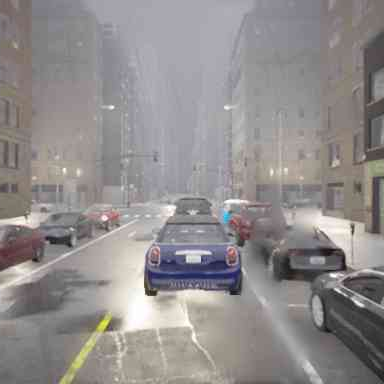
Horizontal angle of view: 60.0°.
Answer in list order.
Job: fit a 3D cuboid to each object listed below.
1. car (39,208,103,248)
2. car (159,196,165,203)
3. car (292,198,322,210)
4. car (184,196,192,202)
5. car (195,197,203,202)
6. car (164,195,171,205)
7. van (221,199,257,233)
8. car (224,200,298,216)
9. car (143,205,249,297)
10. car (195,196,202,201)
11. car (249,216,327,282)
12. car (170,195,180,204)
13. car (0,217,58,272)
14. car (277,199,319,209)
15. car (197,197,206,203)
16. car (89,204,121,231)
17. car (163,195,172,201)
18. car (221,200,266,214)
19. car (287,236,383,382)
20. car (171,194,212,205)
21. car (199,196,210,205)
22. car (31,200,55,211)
[{"bbox_3d":[-5.703,1.609,15.101,1.947,1.339,4.313,0,0,0],"label":"car"},{"bbox_3d":[-6.390,1.693,75.649,1.967,1.590,4.097,0,0,-1],"label":"car"},{"bbox_3d":[14.929,1.605,44.241,4.902,1.511,2.128,0,0,0],"label":"car"},{"bbox_3d":[-1.067,1.869,89.778,1.994,1.385,4.181,0,0,-1],"label":"car"},{"bbox_3d":[1.855,1.885,87.151,1.802,1.307,4.206,0,0,-1],"label":"car"},{"bbox_3d":[-3.412,1.685,60.486,2.128,1.511,4.902,0,0,-1],"label":"car"},{"bbox_3d":[2.809,1.400,20.654,1.690,1.788,3.998,0,0,0],"label":"van"},{"bbox_3d":[2.823,1.358,15.131,2.192,1.841,5.009,0,0,0],"label":"car"},{"bbox_3d":[0.010,1.377,8.830,2.097,1.767,4.553,0,0,-1],"label":"car"},{"bbox_3d":[1.715,1.881,92.804,1.887,1.381,4.507,0,0,-1],"label":"car"},{"bbox_3d":[2.837,1.593,9.606,1.947,1.339,4.313,0,0,0],"label":"car"},{"bbox_3d":[-3.587,1.586,70.120,2.097,1.767,4.553,0,0,-1],"label":"car"},{"bbox_3d":[-5.689,1.610,9.576,1.802,1.307,4.206,0,0,0],"label":"car"},{"bbox_3d":[15.064,1.674,47.493,5.357,1.411,2.033,0,0,0],"label":"car"},{"bbox_3d":[2.133,1.835,75.849,1.802,1.307,4.206,0,0,-1],"label":"car"},{"bbox_3d":[-5.718,1.499,20.626,1.967,1.590,4.097,0,0,0],"label":"car"},{"bbox_3d":[-6.808,1.651,92.609,2.192,1.841,5.009,0,0,-1],"label":"car"},{"bbox_3d":[5.711,1.617,37.018,4.674,1.442,1.812,0,-1,-22],"label":"car"},{"bbox_3d":[2.851,1.563,4.082,2.008,1.369,4.403,0,0,0],"label":"car"},{"bbox_3d":[0.050,1.280,20.528,2.150,2.045,5.566,0,0,0],"label":"car"},{"bbox_3d":[2.410,1.649,64.543,1.967,1.590,4.097,0,0,-1],"label":"car"},{"bbox_3d":[-17.859,1.645,37.282,4.674,1.442,1.812,0,0,-2],"label":"car"}]
